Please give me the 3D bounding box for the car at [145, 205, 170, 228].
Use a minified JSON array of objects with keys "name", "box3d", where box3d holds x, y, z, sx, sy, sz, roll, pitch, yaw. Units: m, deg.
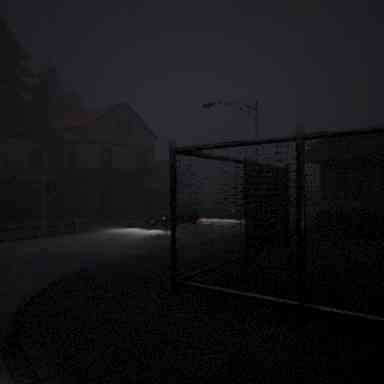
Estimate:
[{"name":"car","box3d":[-1.263,1.650,23.510,1.812,1.442,4.674,-1,0,35]}]
